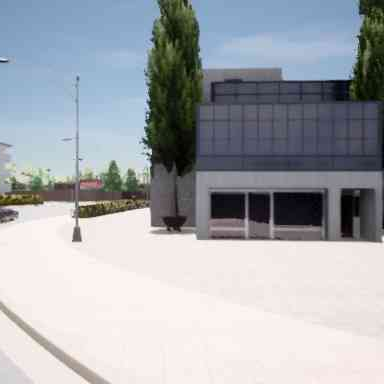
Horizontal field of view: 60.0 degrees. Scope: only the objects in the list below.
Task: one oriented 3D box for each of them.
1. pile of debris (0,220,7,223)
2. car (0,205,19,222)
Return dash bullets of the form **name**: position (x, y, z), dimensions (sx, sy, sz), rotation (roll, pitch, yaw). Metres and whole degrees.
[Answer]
- **pile of debris**: position (-15.421, 2.328, 25.611), dimensions (1.500, 0.140, 1.860), rotation (0, 0, -8)
- **car**: position (-15.293, 1.701, 25.724), dimensions (2.033, 1.411, 5.357), rotation (0, 0, -8)
